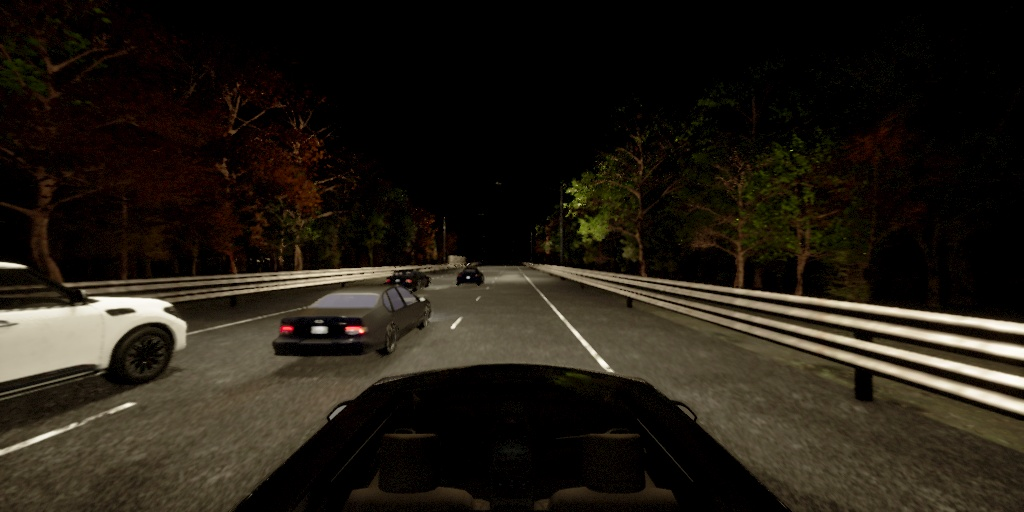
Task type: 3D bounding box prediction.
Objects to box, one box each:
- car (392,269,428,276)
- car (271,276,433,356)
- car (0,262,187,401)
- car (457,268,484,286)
[{"bbox_3d":[-6.918,1.599,24.285,2.033,1.411,5.357,0,-1,0],"label":"car"},{"bbox_3d":[-3.406,1.393,8.854,2.033,1.411,5.357,0,-1,0],"label":"car"},{"bbox_3d":[-6.902,1.002,4.002,2.150,2.045,5.566,0,-1,0],"label":"car"},{"bbox_3d":[-3.422,1.692,30.053,1.994,1.385,4.181,0,-1,0],"label":"car"}]
